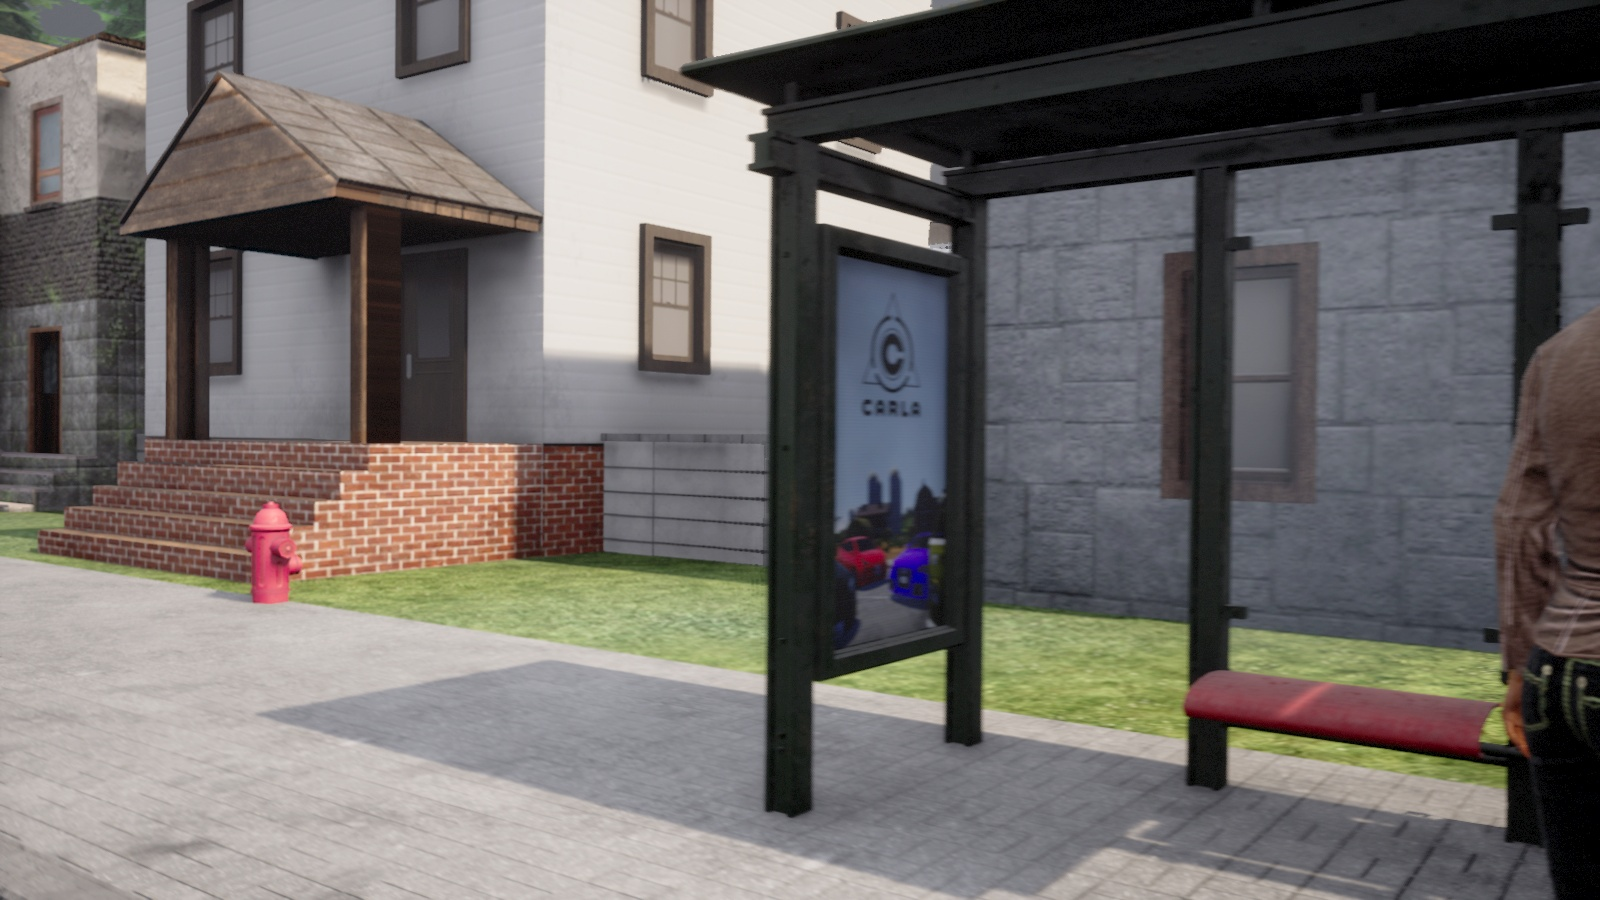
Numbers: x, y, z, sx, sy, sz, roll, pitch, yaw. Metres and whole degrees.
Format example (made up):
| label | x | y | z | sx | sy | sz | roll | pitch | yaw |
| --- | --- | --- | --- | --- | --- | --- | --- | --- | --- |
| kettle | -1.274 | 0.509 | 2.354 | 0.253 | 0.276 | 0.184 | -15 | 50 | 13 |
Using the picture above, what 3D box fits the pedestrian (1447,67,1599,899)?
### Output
| label | x | y | z | sx | sy | sz | roll | pitch | yaw |
| --- | --- | --- | --- | --- | --- | --- | --- | --- | --- |
| pedestrian | 1.370 | 0.404 | 1.873 | 0.634 | 1.846 | 0.331 | -1 | 1 | -2 |
